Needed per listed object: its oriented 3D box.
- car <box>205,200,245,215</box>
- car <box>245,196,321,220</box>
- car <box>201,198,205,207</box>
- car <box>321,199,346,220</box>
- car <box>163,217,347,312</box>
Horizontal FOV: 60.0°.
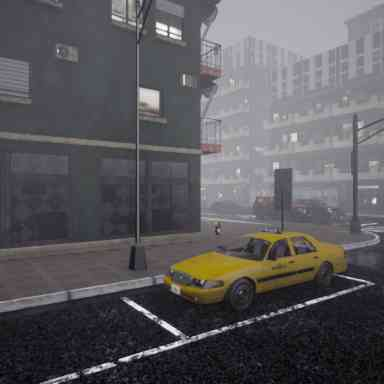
[{"bbox_3d":[4.057,1.476,33.763,2.033,1.411,5.357,0,0,-36],"label":"car"},{"bbox_3d":[6.808,1.269,25.444,2.192,1.841,5.009,0,0,-35],"label":"car"},{"bbox_3d":[0.495,1.473,48.765,1.802,1.307,4.206,0,0,-35],"label":"car"},{"bbox_3d":[9.567,1.310,25.950,2.097,1.767,4.553,0,0,-34],"label":"car"},{"bbox_3d":[1.663,1.527,7.692,4.829,1.417,1.752,0,0,-35],"label":"car"}]
